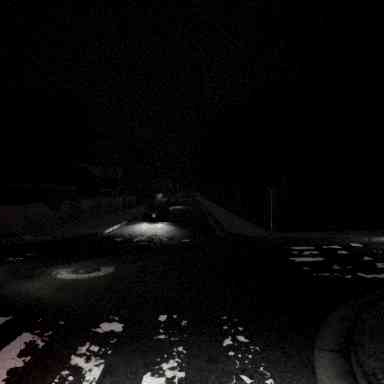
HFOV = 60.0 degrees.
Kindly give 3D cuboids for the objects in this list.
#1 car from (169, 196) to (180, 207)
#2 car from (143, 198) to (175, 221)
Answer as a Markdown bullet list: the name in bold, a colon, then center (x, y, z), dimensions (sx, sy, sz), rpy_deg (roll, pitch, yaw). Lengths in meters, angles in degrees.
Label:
- **car**: center (-2.902, 1.431, 51.554), dimensions (1.882, 1.535, 5.008), rpy_deg (0, 0, 0)
- **car**: center (-2.828, 1.495, 27.067), dimensions (2.128, 1.511, 4.902), rpy_deg (0, 0, 0)
